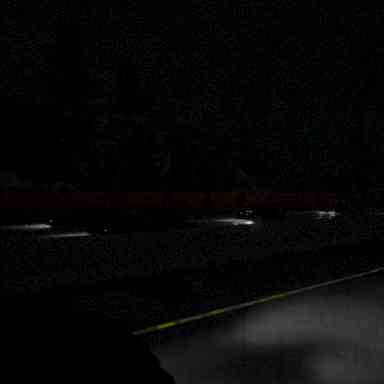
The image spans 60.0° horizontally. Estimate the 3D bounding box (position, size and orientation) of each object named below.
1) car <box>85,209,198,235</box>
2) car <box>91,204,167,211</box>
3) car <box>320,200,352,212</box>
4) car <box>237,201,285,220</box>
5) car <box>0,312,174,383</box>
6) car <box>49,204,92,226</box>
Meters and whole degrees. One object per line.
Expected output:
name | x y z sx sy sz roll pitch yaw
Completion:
car | -2.132 1.642 15.253 4.718 1.301 1.895 0 0 -35
car | -2.873 1.558 19.004 4.892 1.490 1.837 1 -1 -35
car | 18.066 1.686 41.586 4.674 1.442 1.812 0 0 -33
car | 6.178 1.608 29.489 4.892 1.490 1.837 1 -1 -34
car | -2.391 1.602 2.029 4.718 1.301 1.895 0 0 -35
car | -7.489 1.605 24.320 5.357 1.411 2.033 0 0 -35
